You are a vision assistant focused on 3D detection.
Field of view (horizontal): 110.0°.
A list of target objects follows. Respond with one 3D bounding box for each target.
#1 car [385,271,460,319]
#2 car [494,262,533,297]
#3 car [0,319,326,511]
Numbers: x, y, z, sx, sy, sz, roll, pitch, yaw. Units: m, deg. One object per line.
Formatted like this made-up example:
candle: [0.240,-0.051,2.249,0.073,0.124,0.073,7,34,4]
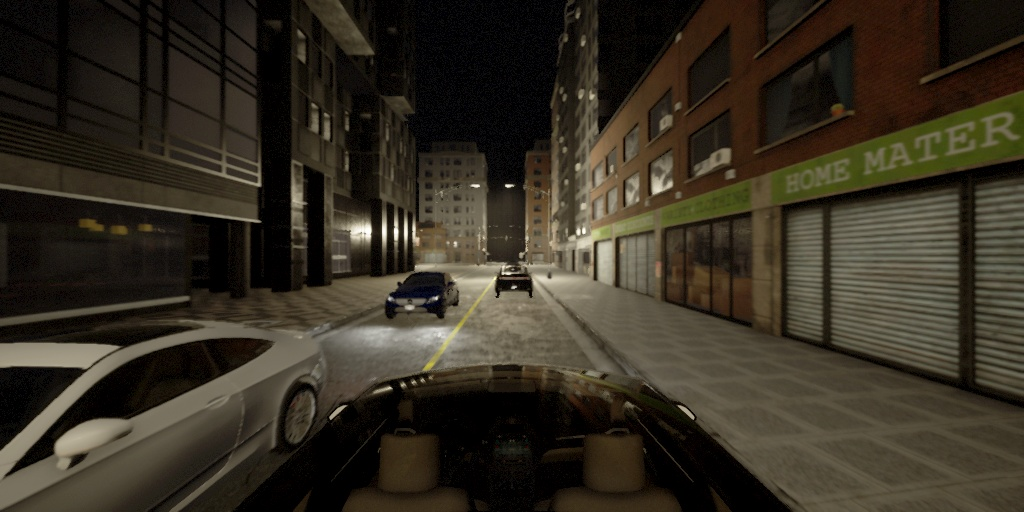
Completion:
car: [-3.033,1.276,13.001,1.812,1.442,4.674,0,0,0]
car: [0.099,1.242,18.944,2.128,1.511,4.902,0,0,0]
car: [-3.095,1.276,2.446,1.812,1.442,4.674,0,0,0]
